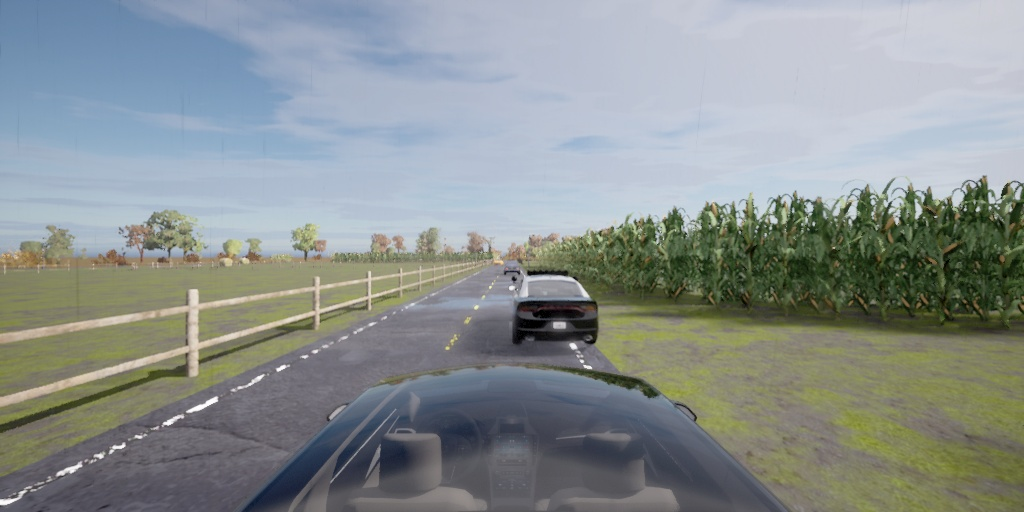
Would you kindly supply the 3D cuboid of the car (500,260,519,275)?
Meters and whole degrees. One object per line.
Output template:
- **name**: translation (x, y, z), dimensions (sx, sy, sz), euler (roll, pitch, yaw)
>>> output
- **car**: translation (0.016, 1.394, 40.613), dimensions (2.033, 1.411, 5.357), euler (0, 0, 0)

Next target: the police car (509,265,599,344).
- **police car**: translation (0.949, 1.194, 9.772), dimensions (1.930, 1.638, 5.238), euler (0, 0, 0)
